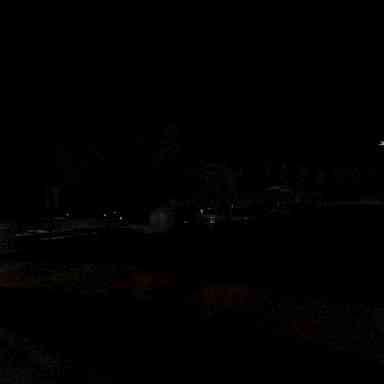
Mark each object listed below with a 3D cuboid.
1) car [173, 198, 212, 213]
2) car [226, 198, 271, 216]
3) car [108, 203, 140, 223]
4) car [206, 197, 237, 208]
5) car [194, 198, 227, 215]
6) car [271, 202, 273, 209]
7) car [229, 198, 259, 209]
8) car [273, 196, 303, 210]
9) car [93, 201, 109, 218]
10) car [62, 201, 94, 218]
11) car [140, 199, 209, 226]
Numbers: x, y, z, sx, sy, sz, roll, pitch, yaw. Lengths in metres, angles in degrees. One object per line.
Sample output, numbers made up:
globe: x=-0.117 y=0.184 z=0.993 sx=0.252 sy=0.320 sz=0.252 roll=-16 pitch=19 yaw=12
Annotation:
car: x=0.162 y=1.506 z=37.334 sx=1.837 sy=1.490 sz=4.892 roll=0 pitch=0 yaw=36
car: x=5.734 y=1.478 z=33.094 sx=1.882 sy=1.535 sz=5.008 roll=0 pitch=0 yaw=36
car: x=-3.855 y=1.601 z=25.882 sx=1.895 sy=1.301 sz=4.718 roll=0 pitch=0 yaw=36
car: x=4.420 y=1.548 z=49.087 sx=2.033 sy=1.411 sz=5.357 roll=0 pitch=0 yaw=36
car: x=2.567 y=1.505 z=34.694 sx=1.837 sy=1.490 sz=4.892 roll=0 pitch=0 yaw=36
car: x=9.187 y=1.564 z=43.769 sx=1.994 sy=1.385 sz=4.181 roll=0 pitch=0 yaw=36
car: x=7.489 y=1.548 z=47.357 sx=2.033 sy=1.411 sz=5.357 roll=0 pitch=0 yaw=37
car: x=12.518 y=1.352 z=42.373 sx=2.097 sy=1.767 sz=4.553 roll=0 pitch=0 yaw=36
car: x=-5.866 y=1.601 z=29.062 sx=1.895 sy=1.301 sz=4.718 roll=0 pitch=0 yaw=36
car: x=-9.090 y=1.548 z=30.583 sx=2.033 sy=1.411 sz=5.357 roll=0 pitch=0 yaw=36
car: x=-1.113 y=1.505 z=23.697 sx=1.837 sy=1.490 sz=4.892 roll=0 pitch=0 yaw=36
